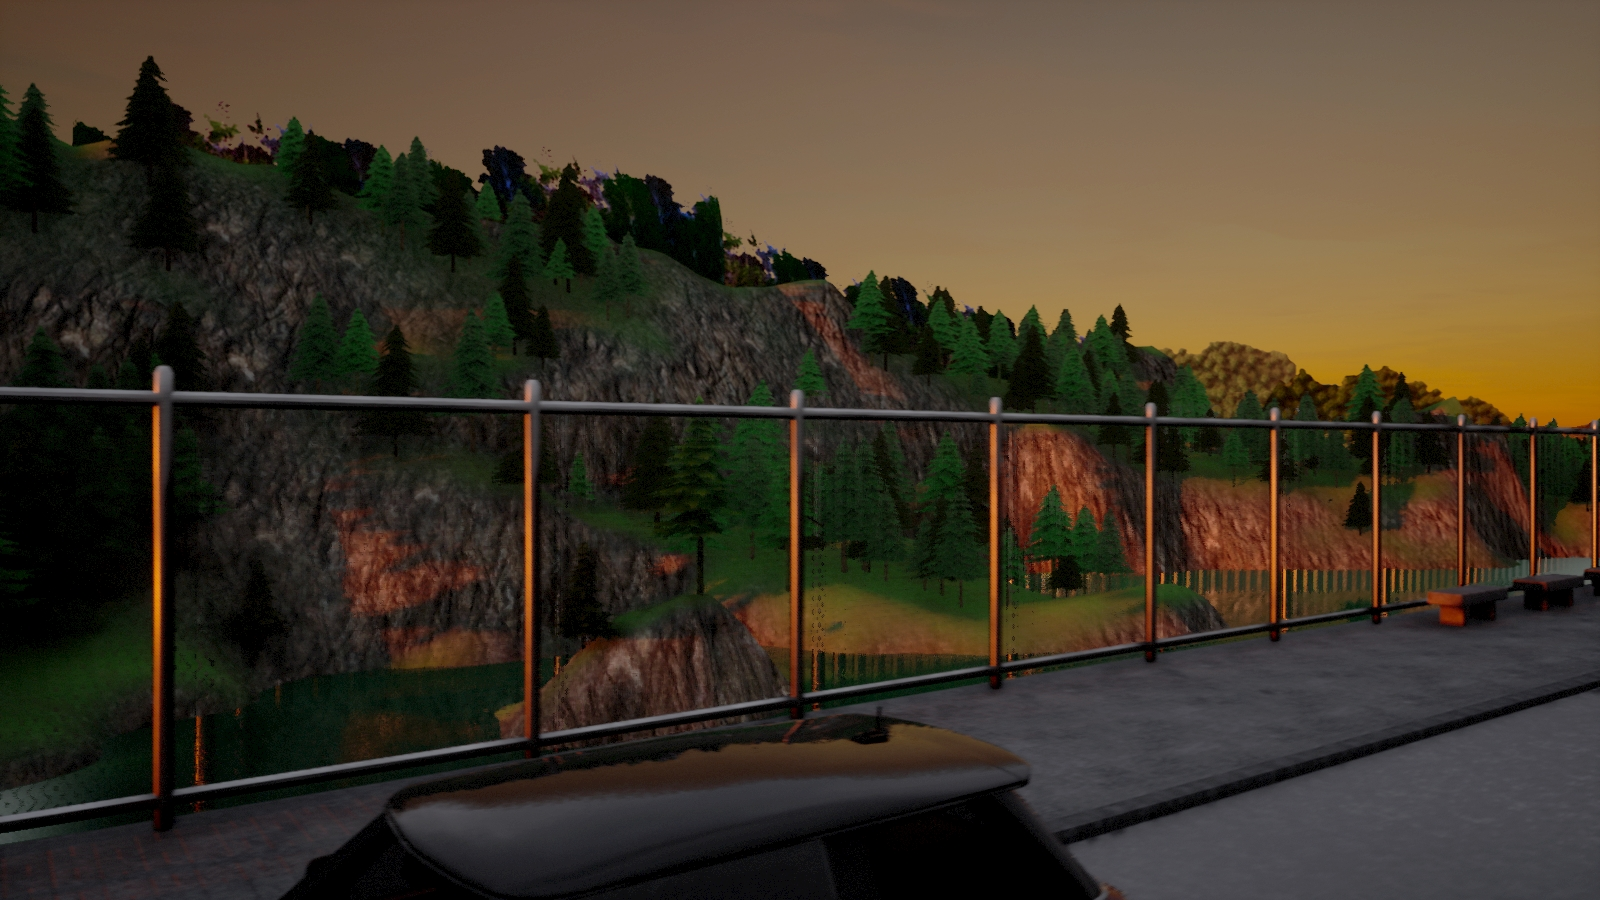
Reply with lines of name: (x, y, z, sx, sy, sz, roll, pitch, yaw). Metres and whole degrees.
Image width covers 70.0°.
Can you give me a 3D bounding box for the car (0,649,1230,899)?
car: (-0.889, 1.906, 3.699, 4.553, 1.767, 2.097, 0, 0, -36)
